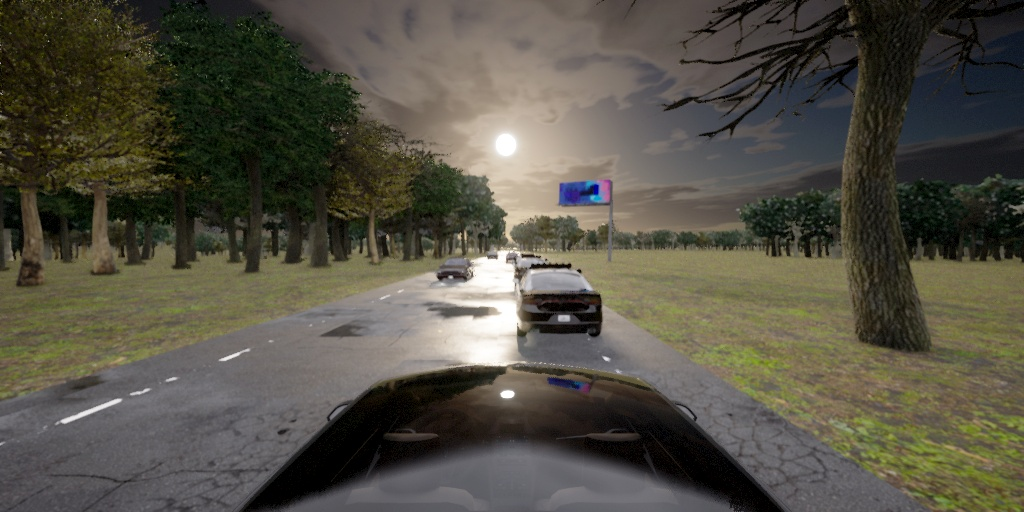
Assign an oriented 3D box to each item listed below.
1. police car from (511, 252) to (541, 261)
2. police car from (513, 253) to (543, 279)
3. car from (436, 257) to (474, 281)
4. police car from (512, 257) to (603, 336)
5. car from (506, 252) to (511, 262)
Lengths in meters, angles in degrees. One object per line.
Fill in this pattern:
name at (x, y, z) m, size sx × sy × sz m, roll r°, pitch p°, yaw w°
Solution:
police car at (1.050, 0.770, 19.815) m, size 1.930 × 1.638 × 5.238 m, roll 0°, pitch 1°, yaw 0°
police car at (1.050, 0.637, 25.814) m, size 1.930 × 1.638 × 5.238 m, roll 0°, pitch 1°, yaw 0°
car at (-3.596, 0.806, 23.697) m, size 2.033 × 1.411 × 5.357 m, roll 0°, pitch 1°, yaw 0°
police car at (1.050, 0.994, 9.816) m, size 1.930 × 1.638 × 5.238 m, roll 0°, pitch 1°, yaw 0°
car at (0.058, 0.224, 52.660) m, size 1.895 × 1.301 × 4.718 m, roll 0°, pitch 1°, yaw 0°
